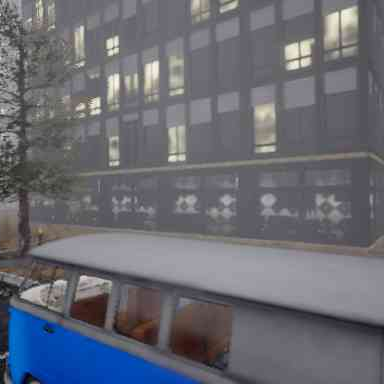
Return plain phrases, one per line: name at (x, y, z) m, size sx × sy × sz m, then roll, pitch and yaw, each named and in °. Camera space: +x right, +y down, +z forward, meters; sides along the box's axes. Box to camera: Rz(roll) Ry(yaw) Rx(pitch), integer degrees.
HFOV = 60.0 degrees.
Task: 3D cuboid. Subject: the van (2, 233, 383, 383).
van at (-0.032, 1.347, 2.911) m, size 3.998 × 1.788 × 1.690 m, roll 0°, pitch -1°, yaw 36°
